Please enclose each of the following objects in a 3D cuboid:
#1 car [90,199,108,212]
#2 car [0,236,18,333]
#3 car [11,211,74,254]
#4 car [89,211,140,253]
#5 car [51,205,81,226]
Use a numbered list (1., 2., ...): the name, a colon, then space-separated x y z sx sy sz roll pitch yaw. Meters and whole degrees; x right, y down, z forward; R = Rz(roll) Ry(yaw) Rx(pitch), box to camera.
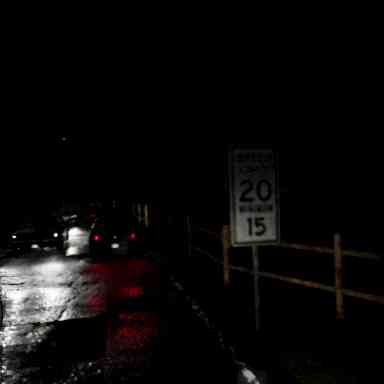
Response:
1. car: -12.090 1.716 42.966 2.097 1.767 4.553 -1 0 -18
2. car: -3.637 1.622 3.815 1.812 1.442 4.674 -1 0 -15
3. car: -6.564 1.783 14.823 1.895 1.301 4.718 -1 0 -15
4. car: -3.398 1.704 14.377 1.895 1.301 4.718 -1 0 -15
5. car: -9.637 1.764 25.520 2.128 1.511 4.902 -1 0 -17
